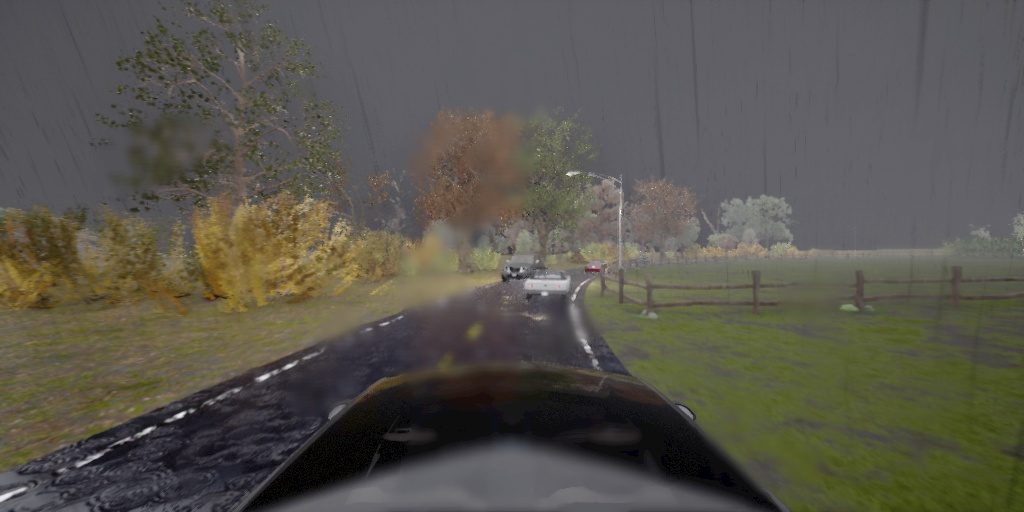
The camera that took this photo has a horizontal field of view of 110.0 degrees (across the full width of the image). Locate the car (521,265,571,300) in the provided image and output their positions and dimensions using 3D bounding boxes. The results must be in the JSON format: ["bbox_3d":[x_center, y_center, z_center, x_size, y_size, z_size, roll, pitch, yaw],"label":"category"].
[{"bbox_3d":[1.877,1.308,17.476,1.895,1.301,4.718,0,0,11],"label":"car"}]

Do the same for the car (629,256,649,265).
[{"bbox_3d":[21.706,0.727,61.294,1.994,1.385,4.181,1,1,43],"label":"car"}]

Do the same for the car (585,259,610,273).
[{"bbox_3d":[9.254,1.050,38.648,1.994,1.385,4.181,1,1,26],"label":"car"}]

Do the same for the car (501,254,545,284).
[{"bbox_3d":[0.940,0.846,25.817,2.150,2.045,5.566,0,1,17],"label":"car"}]
